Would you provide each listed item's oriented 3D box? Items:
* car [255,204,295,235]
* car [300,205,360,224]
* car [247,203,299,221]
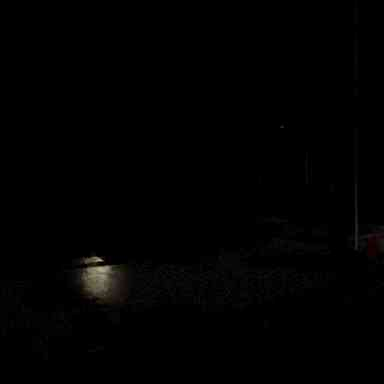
[{"bbox_3d":[3.654,1.608,19.827,1.752,1.417,4.829,0,0,-35],"label":"car"},{"bbox_3d":[10.106,1.641,24.602,1.947,1.339,4.313,0,0,-35],"label":"car"},{"bbox_3d":[6.974,1.661,29.017,1.802,1.307,4.206,0,0,-35],"label":"car"}]
